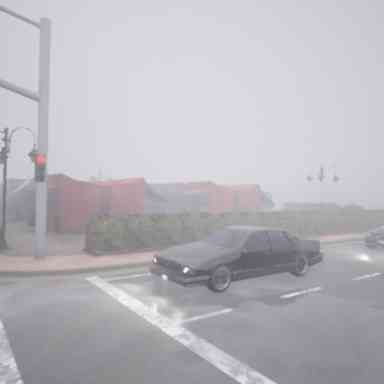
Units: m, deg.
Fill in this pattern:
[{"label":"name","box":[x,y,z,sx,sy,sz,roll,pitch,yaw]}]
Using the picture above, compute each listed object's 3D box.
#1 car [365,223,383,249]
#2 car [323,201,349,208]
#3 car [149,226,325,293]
[{"label":"car","box":[9.873,1.890,15.322,4.674,1.442,1.812,2,-1,-35]},{"label":"car","box":[20.069,2.238,49.239,1.932,1.855,4.605,2,-1,-35]},{"label":"car","box":[1.528,1.681,9.382,5.357,1.411,2.033,2,-1,-35]}]
